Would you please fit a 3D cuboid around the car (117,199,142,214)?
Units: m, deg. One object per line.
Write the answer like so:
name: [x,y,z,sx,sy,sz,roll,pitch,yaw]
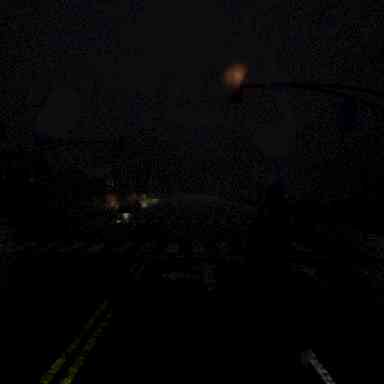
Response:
car: [-6.447,1.516,34.723,1.882,1.535,5.008,0,1,0]
